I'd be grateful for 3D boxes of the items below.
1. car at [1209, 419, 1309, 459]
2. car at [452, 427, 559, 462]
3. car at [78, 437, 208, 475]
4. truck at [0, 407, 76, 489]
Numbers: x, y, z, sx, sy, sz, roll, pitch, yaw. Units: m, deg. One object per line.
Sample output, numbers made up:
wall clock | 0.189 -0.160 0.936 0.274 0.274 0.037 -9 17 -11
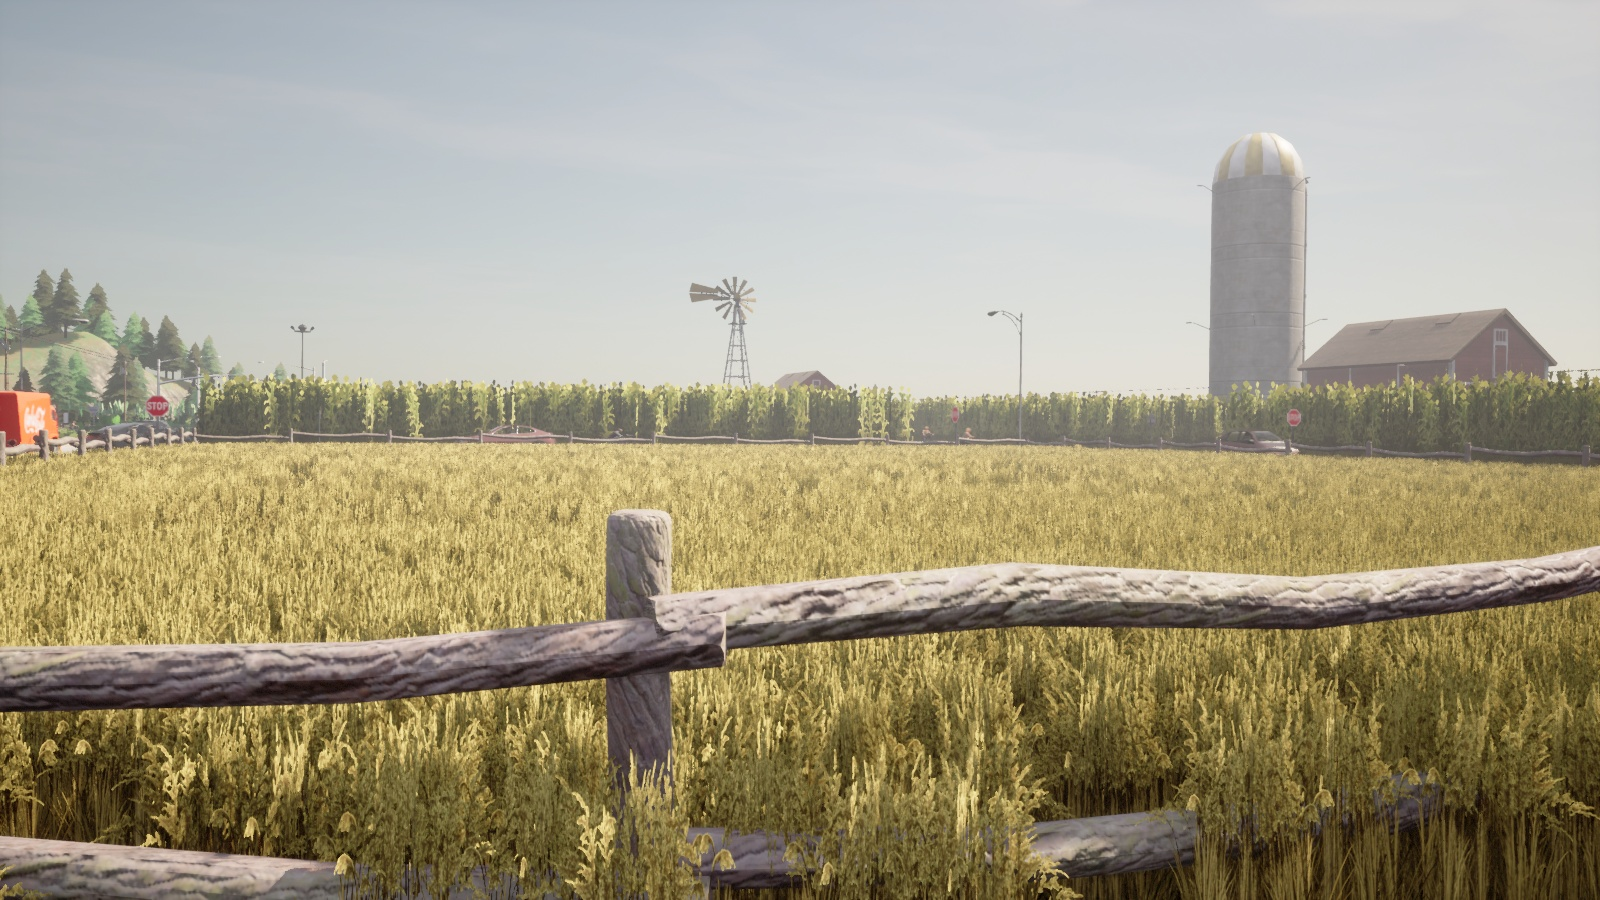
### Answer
car | 19.118 -0.492 52.469 1.851 1.617 3.988 -1 1 -18
car | -14.786 -0.292 63.064 5.027 1.651 2.152 -1 1 -19
car | -27.930 0.232 53.602 1.837 1.490 4.892 -2 0 21
truck | -25.367 -0.071 40.150 2.627 2.467 5.204 -1 1 -16
